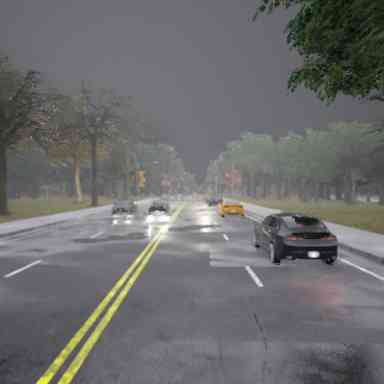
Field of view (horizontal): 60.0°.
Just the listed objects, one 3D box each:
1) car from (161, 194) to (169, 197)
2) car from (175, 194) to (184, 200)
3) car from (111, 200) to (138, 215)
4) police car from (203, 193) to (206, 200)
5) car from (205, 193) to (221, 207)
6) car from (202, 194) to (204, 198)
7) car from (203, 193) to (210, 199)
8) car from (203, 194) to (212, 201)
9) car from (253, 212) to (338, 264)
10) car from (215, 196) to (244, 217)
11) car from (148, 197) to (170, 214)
[{"bbox_3d":[-6.035,1.221,74.031,1.812,1.442,4.674,0,0,1],"label":"car"},{"bbox_3d":[-2.772,1.085,75.019,1.812,1.442,4.674,0,0,1],"label":"car"},{"bbox_3d":[-6.514,1.453,32.457,1.994,1.385,4.181,0,0,0],"label":"car"},{"bbox_3d":[3.534,1.317,58.782,2.038,1.542,4.974,0,0,1],"label":"police car"},{"bbox_3d":[3.431,1.193,47.762,2.097,1.767,4.553,0,0,0],"label":"car"},{"bbox_3d":[3.660,1.385,69.801,1.895,1.301,4.718,0,0,1],"label":"car"},{"bbox_3d":[3.983,1.191,91.939,1.801,1.575,5.366,0,0,1],"label":"car"},{"bbox_3d":[3.808,1.306,80.760,2.033,1.411,5.357,0,0,1],"label":"car"},{"bbox_3d":[3.356,1.462,11.581,1.837,1.490,4.892,0,0,0],"label":"car"},{"bbox_3d":[3.414,1.374,29.626,1.882,1.535,5.008,0,0,0],"label":"car"},{"bbox_3d":[-3.261,1.485,33.570,1.895,1.301,4.718,0,0,0],"label":"car"}]
